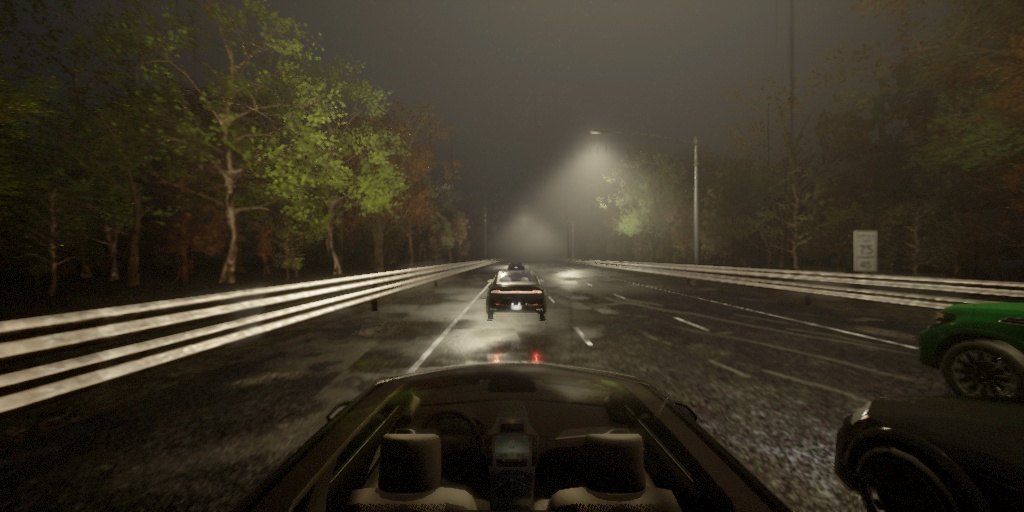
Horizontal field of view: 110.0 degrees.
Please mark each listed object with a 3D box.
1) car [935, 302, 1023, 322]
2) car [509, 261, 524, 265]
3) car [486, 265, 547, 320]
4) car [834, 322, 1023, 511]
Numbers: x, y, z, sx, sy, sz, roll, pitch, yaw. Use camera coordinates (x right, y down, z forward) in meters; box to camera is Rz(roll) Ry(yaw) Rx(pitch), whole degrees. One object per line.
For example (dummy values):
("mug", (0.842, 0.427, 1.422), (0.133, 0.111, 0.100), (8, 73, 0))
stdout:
("car", (7.103, 0.972, 2.864), (2.150, 2.045, 5.566), (0, 0, 0))
("car", (0.538, 1.309, 43.381), (1.994, 1.385, 4.181), (0, 0, 1))
("car", (0.141, 1.241, 12.566), (2.128, 1.511, 4.902), (0, 0, 0))
("car", (3.605, 1.314, 1.146), (1.994, 1.385, 4.181), (0, 0, 0))
